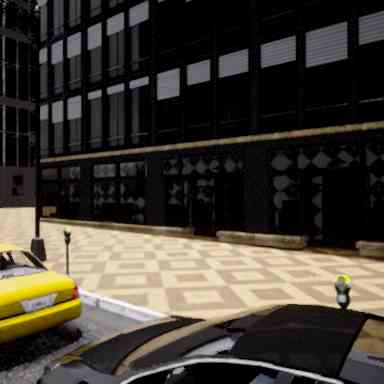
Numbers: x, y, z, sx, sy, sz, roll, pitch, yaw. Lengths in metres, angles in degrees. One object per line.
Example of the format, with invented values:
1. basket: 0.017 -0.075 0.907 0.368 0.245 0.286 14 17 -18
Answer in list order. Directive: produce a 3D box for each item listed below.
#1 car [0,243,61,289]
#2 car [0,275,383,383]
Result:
1. car: -3.958 1.455 5.878 4.829 1.417 1.752 1 0 35
2. car: 0.676 1.558 2.364 4.313 1.339 1.947 1 0 35
